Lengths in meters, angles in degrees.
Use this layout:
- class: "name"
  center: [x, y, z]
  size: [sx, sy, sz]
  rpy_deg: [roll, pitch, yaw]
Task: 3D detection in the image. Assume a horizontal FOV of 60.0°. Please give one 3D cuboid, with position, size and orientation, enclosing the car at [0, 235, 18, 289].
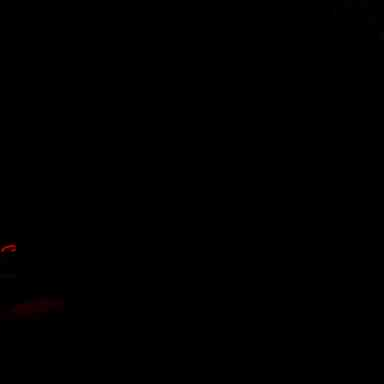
- class: "car"
  center: [-5.948, 1.383, 7.648]
  size: [4.792, 1.488, 2.163]
  rpy_deg: [0, 0, 34]
